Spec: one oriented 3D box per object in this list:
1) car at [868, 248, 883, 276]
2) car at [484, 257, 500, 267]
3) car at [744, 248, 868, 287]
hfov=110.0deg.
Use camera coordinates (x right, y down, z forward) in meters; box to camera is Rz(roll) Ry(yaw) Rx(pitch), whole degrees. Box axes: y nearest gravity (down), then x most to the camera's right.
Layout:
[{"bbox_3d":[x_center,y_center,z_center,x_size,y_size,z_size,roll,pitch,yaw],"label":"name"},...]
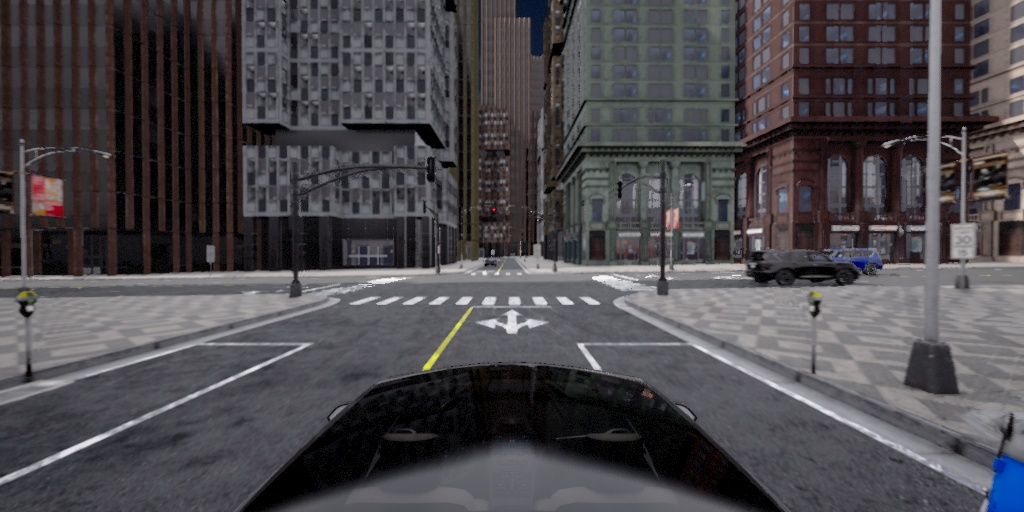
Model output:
[{"bbox_3d":[24.774,0.462,27.302,5.566,2.045,2.150,-1,1,0],"label":"car"},{"bbox_3d":[-3.190,0.945,54.447,2.033,1.411,5.357,0,0,0],"label":"car"},{"bbox_3d":[16.558,0.655,20.698,5.566,2.045,2.150,-1,1,0],"label":"car"}]
